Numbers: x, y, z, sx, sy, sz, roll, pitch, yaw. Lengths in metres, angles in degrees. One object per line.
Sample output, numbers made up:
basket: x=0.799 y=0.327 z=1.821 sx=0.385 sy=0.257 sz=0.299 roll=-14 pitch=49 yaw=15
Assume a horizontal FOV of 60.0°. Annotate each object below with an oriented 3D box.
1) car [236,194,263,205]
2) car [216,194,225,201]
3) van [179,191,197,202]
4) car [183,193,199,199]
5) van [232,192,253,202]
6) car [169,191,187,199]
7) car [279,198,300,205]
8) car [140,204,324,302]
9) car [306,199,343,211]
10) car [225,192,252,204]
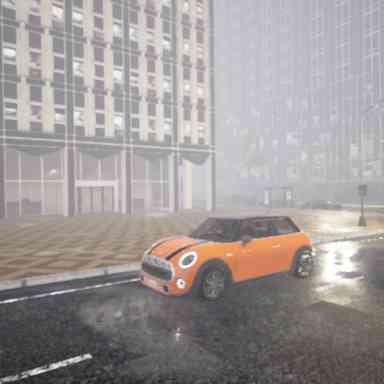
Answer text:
car: x=8.865 y=1.333 z=47.862 sx=1.947 sy=1.339 sz=4.313 roll=0 pitch=1 yaw=-34
car: x=6.169 y=1.062 z=66.689 sx=1.802 sy=1.307 sz=4.206 roll=0 pitch=1 yaw=-34
van: x=-0.740 y=0.954 z=61.945 sx=1.690 sy=1.788 sz=3.998 roll=0 pitch=1 yaw=-34
car: x=-0.265 y=0.957 z=76.061 sx=1.802 sy=1.307 sz=4.206 roll=0 pitch=1 yaw=-34
van: x=9.385 y=0.873 z=62.000 sx=1.690 sy=1.788 sz=3.998 roll=0 pitch=1 yaw=-34
car: x=-3.482 y=0.637 z=80.743 sx=2.192 sy=1.841 sz=5.009 roll=0 pitch=1 yaw=-34
car: x=12.033 y=1.400 z=43.144 sx=1.802 sy=1.307 sz=4.206 roll=0 pitch=1 yaw=-34
car: x=0.989 y=1.352 z=8.393 sx=4.553 sy=1.767 sz=2.097 roll=0 pitch=0 yaw=-36
car: x=15.236 y=1.435 z=38.446 sx=1.947 sy=1.339 sz=4.313 roll=0 pitch=1 yaw=-34
car: x=8.020 y=1.030 z=53.778 sx=2.097 sy=1.767 sz=4.553 roll=-1 pitch=1 yaw=-34
